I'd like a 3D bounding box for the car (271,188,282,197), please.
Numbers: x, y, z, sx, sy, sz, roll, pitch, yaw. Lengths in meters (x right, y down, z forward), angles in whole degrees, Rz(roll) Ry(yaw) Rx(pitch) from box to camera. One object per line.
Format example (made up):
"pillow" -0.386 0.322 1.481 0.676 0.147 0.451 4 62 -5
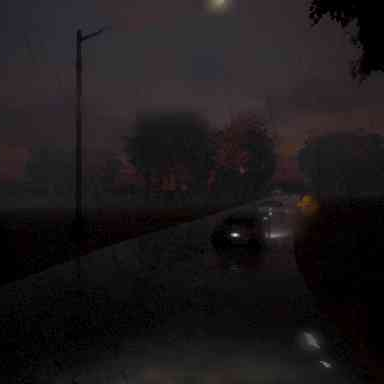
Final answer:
"car" 18.886 0.119 73.956 2.150 2.045 5.566 1 1 18

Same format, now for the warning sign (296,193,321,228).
"warning sign" 6.654 1.012 19.061 1.300 1.860 1.060 1 2 18

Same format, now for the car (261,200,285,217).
"car" 6.860 1.365 28.163 1.895 1.301 4.718 1 1 18

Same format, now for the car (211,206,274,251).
"car" 2.153 1.507 13.926 1.994 1.385 4.181 0 1 17
